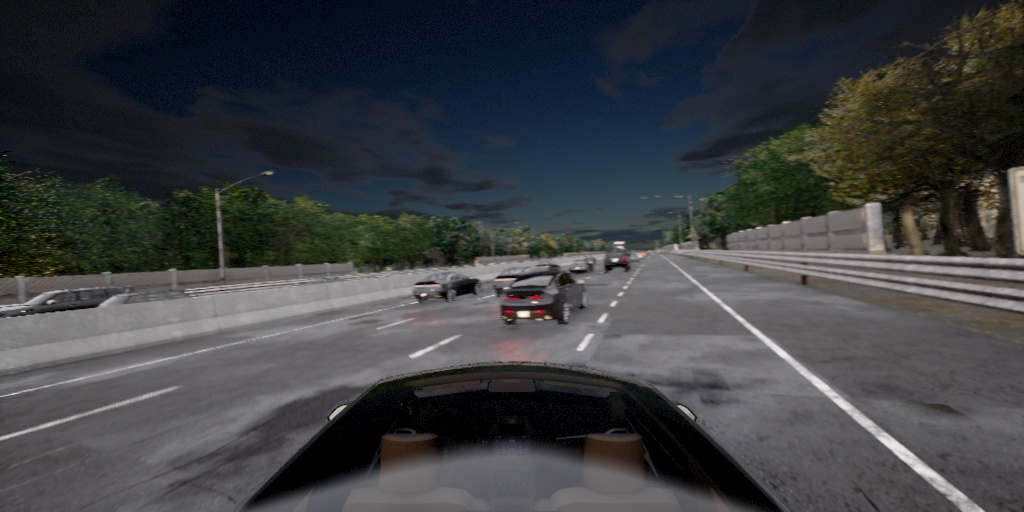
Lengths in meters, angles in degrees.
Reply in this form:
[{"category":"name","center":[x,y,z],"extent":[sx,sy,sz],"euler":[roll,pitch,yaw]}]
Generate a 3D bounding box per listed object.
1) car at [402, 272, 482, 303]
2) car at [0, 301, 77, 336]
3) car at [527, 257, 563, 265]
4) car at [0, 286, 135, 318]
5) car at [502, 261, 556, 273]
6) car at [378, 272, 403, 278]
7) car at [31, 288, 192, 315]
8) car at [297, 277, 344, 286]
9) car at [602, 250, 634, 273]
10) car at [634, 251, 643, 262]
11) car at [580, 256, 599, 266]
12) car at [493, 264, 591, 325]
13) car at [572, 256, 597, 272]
[{"category":"car","center":[-3.317,1.606,19.340],"extent":[2.128,1.511,4.902],"euler":[-4,0,22]},{"category":"car","center":[-26.233,3.330,18.623],"extent":[1.994,1.385,4.181],"euler":[-4,0,22]},{"category":"car","center":[3.645,1.236,36.896],"extent":[2.128,1.511,4.902],"euler":[-4,-1,22]},{"category":"car","center":[-22.657,2.725,18.244],"extent":[2.150,2.045,5.566],"euler":[-4,0,22]},{"category":"car","center":[0.589,1.326,19.720],"extent":[2.128,1.511,4.902],"euler":[-4,0,22]},{"category":"car","center":[-10.052,2.286,30.990],"extent":[1.895,1.301,4.718],"euler":[-4,0,22]},{"category":"car","center":[-16.285,2.375,15.340],"extent":[2.097,1.767,4.553],"euler":[-4,0,22]},{"category":"car","center":[-19.249,2.879,36.199],"extent":[2.128,1.511,4.902],"euler":[-4,-1,22]},{"category":"car","center":[10.132,0.478,34.359],"extent":[2.150,2.045,5.566],"euler":[-4,-1,22]},{"category":"car","center":[19.751,0.362,58.526],"extent":[2.033,1.411,5.357],"euler":[-4,-1,22]},{"category":"car","center":[13.261,0.794,61.118],"extent":[2.128,1.511,4.902],"euler":[-4,-1,22]},{"category":"car","center":[1.181,1.241,11.738],"extent":[1.837,1.490,4.892],"euler":[-4,0,22]},{"category":"car","center":[6.890,1.065,35.589],"extent":[1.994,1.385,4.181],"euler":[-4,-1,22]}]
